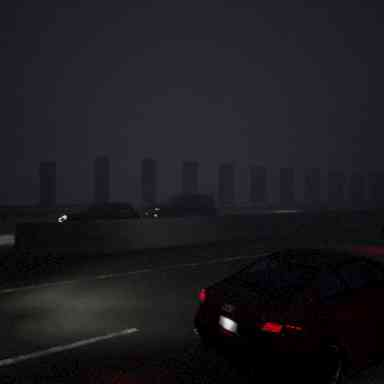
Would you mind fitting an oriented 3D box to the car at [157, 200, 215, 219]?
[{"bbox_3d":[-0.485,1.467,28.557,4.674,1.442,1.812,1,0,-31],"label":"car"}]

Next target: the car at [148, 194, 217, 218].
[{"bbox_3d":[-0.749,1.170,24.337,5.566,2.045,2.150,1,0,-31],"label":"car"}]

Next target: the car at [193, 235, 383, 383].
[{"bbox_3d":[2.096,1.569,5.129,4.181,1.385,1.994,0,0,-34],"label":"car"}]

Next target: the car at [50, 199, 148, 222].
[{"bbox_3d":[-5.002,1.279,17.429,4.553,1.767,2.097,1,0,-33],"label":"car"}]

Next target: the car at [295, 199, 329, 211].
[{"bbox_3d":[14.962,1.566,41.378,4.674,1.442,1.812,0,0,-29],"label":"car"}]

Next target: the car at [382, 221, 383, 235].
[{"bbox_3d":[10.320,1.531,14.378,5.008,1.535,1.882,0,0,-30],"label":"car"}]
